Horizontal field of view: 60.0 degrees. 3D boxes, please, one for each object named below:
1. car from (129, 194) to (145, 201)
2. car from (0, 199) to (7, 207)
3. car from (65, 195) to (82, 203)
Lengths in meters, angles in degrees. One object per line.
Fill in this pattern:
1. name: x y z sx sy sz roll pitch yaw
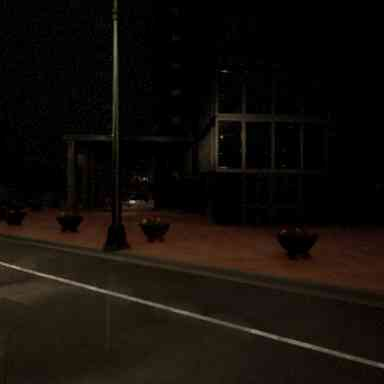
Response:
1. car: -12.118 1.259 74.710 1.837 1.490 4.892 0 0 34
2. car: -22.055 1.186 36.235 2.097 1.767 4.553 0 0 -7
3. car: -21.120 1.252 61.693 1.882 1.535 5.008 1 0 37
